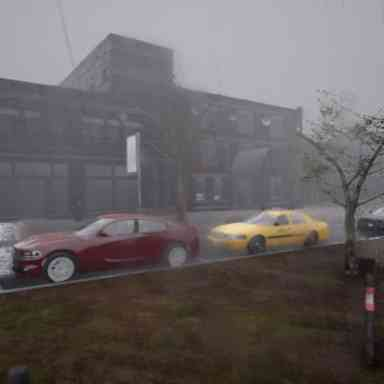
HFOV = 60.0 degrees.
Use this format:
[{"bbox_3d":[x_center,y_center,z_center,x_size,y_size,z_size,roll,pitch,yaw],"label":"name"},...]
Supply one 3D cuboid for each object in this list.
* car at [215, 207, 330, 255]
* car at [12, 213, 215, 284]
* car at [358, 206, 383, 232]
[{"bbox_3d":[3.096,1.389,12.863,5.366,1.575,1.946,1,0,-33],"label":"car"},{"bbox_3d":[-2.089,1.348,9.143,5.008,1.535,2.097,1,-1,-33],"label":"car"},{"bbox_3d":[11.439,1.485,18.821,5.008,1.535,2.097,1,0,-33],"label":"car"}]
